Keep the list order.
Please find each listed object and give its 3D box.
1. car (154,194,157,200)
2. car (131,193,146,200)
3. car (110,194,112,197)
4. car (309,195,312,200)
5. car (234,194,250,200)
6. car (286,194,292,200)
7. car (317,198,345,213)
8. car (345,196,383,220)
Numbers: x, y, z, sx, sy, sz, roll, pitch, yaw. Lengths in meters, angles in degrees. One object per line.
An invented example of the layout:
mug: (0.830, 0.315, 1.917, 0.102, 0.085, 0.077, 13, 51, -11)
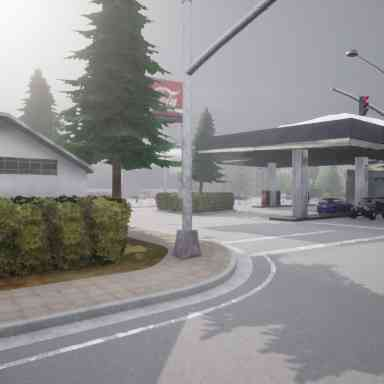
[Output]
car: (-6.293, 1.097, 71.430, 1.932, 1.855, 4.605, 0, 0, -36)
car: (-14.005, 1.154, 87.322, 2.152, 1.636, 5.027, 0, 0, -36)
car: (-17.801, 1.298, 75.424, 2.007, 1.523, 4.514, 0, 0, -36)
car: (28.881, 1.339, 86.732, 2.007, 1.523, 4.514, 0, 0, -36)
car: (12.285, 1.320, 84.055, 1.845, 1.501, 3.633, 0, 0, -36)
car: (26.378, 1.330, 84.840, 2.152, 1.636, 5.027, 0, 0, -36)
car: (15.293, 1.480, 35.350, 4.611, 1.667, 2.242, 0, 0, -36)
car: (15.127, 1.313, 28.220, 3.866, 1.878, 1.905, 0, 0, -36)
